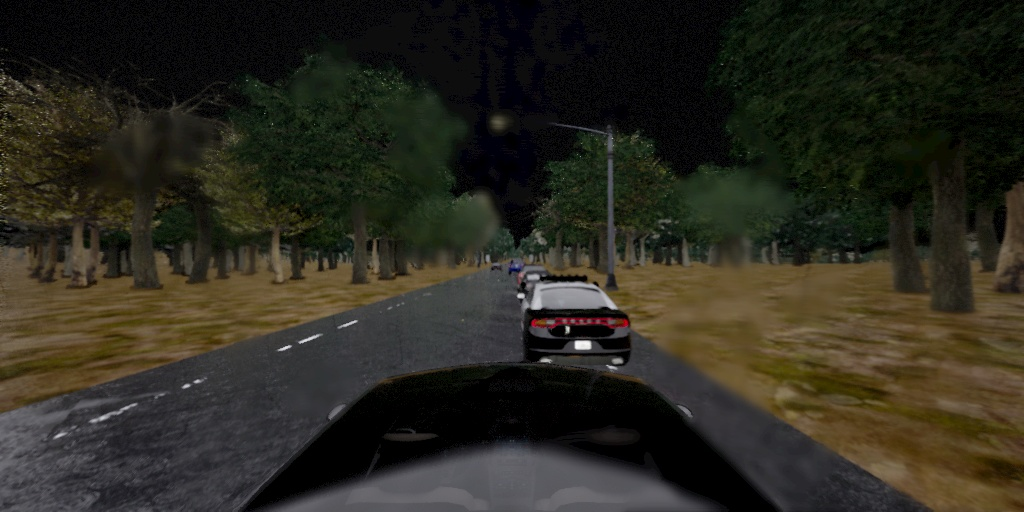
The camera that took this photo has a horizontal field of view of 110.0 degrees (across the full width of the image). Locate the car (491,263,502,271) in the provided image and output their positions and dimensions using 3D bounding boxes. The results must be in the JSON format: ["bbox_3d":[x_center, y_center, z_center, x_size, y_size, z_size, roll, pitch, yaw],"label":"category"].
[{"bbox_3d":[-2.665,1.916,62.111,2.033,1.411,5.357,0,0,1],"label":"car"}]

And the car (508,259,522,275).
[{"bbox_3d":[0.675,1.451,48.206,2.150,2.045,5.566,0,-1,1],"label":"car"}]

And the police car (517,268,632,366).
[{"bbox_3d":[1.162,1.244,8.296,1.930,1.638,5.238,0,-1,1],"label":"police car"}]

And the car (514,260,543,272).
[{"bbox_3d":[1.375,1.337,24.159,2.097,1.767,4.553,0,-1,1],"label":"car"}]

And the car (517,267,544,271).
[{"bbox_3d":[1.296,1.451,18.186,1.812,1.442,4.674,0,-1,1],"label":"car"}]
